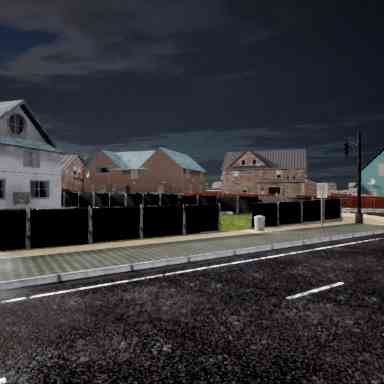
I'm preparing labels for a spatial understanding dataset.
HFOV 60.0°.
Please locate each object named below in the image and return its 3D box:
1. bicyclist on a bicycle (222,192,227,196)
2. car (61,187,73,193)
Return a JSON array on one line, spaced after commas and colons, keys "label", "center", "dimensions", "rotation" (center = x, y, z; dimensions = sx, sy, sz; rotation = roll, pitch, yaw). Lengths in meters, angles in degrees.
[{"label": "bicyclist on a bicycle", "center": [3.783, 0.794, 38.689], "dimensions": [0.582, 1.620, 1.656], "rotation": [1, 1, 19]}, {"label": "car", "center": [-15.552, 0.453, 39.172], "dimensions": [5.566, 2.045, 2.150], "rotation": [2, 1, 20]}]
